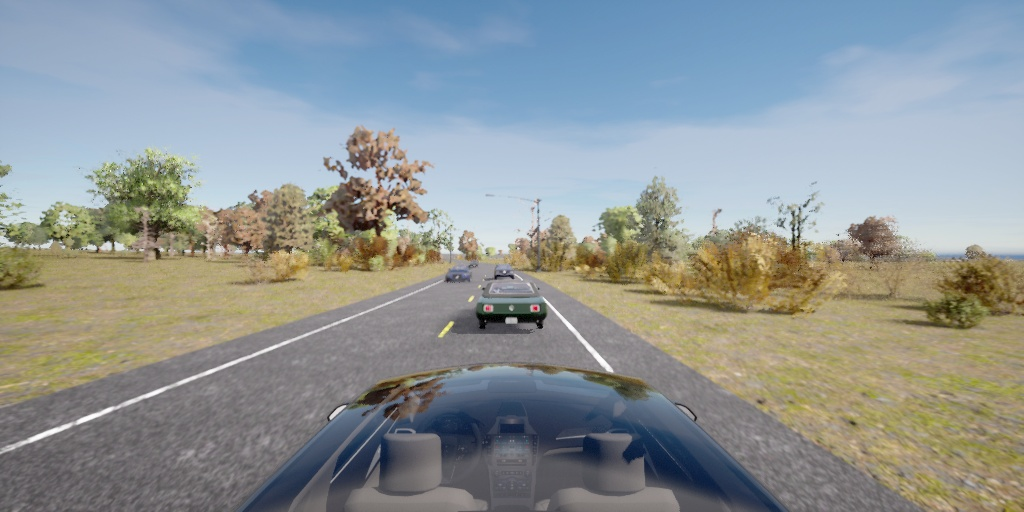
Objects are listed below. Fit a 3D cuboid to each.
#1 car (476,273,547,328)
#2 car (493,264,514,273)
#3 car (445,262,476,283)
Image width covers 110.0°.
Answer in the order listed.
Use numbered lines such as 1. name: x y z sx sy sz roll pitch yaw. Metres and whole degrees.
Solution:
1. car: -0.038 1.401 11.562 1.895 1.301 4.718 0 0 -1
2. car: -0.790 1.455 33.727 2.033 1.411 5.357 0 0 -3
3. car: -4.298 1.454 29.560 1.994 1.385 4.181 0 0 -3
